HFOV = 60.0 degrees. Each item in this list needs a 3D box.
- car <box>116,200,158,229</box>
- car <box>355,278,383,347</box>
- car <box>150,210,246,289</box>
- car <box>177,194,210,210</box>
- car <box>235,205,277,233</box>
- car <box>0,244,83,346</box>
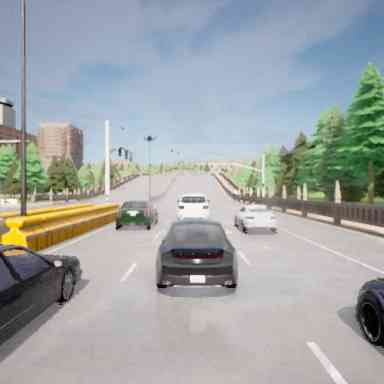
[{"bbox_3d":[-3.389,1.294,21.213,2.097,1.767,4.553,0,0,0],"label":"car"},{"bbox_3d":[3.601,1.554,3.632,1.994,1.385,4.181,0,0,0],"label":"car"},{"bbox_3d":[0.106,1.480,9.096,1.837,1.490,4.892,0,0,0],"label":"car"},{"bbox_3d":[0.114,1.156,24.289,2.150,2.045,5.566,0,0,0],"label":"car"},{"bbox_3d":[3.607,1.472,19.263,1.812,1.442,4.674,0,0,0],"label":"car"},{"bbox_3d":[-3.399,1.533,5.094,2.033,1.411,5.357,0,0,0],"label":"car"}]
